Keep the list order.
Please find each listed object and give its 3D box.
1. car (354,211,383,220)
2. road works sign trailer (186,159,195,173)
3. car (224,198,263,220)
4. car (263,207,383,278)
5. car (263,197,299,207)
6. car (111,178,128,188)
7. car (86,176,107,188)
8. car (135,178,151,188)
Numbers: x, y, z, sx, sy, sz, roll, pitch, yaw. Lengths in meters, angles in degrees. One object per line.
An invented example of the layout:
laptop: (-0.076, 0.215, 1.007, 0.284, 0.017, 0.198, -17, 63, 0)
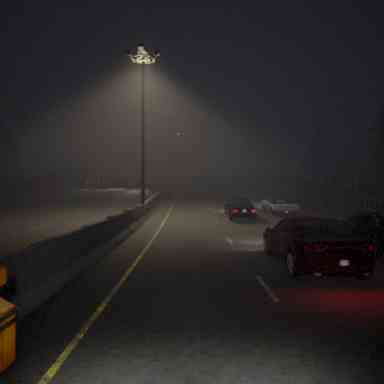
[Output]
car: (7.025, 1.472, 12.670, 1.837, 1.490, 4.892, 0, 0, 0)
road works sign trailer: (-0.424, -7.006, 89.895, 2.380, 3.560, 2.880, -1, 4, 3)
car: (3.432, 1.131, 24.164, 2.033, 1.411, 5.357, 0, 3, 0)
car: (3.521, 1.463, 10.132, 1.882, 1.535, 5.008, 0, 0, 0)
car: (6.940, 1.041, 26.560, 1.895, 1.301, 4.718, 0, 4, 0)
car: (-10.831, -1.387, 49.910, 1.994, 1.385, 4.181, 0, 7, 0)
car: (-14.328, -1.600, 49.885, 2.097, 1.767, 4.553, 0, 7, 0)
car: (-7.334, -1.345, 49.888, 1.895, 1.301, 4.718, 0, 7, 0)
